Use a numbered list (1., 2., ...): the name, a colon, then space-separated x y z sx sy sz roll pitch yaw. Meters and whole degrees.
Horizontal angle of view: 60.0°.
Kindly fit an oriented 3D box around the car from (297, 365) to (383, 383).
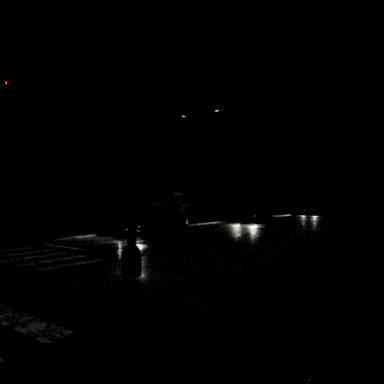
1. car: 2.411 1.551 1.232 4.403 1.369 2.008 0 0 36

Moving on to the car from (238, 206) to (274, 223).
1. car: 6.195 2.116 31.960 1.882 1.535 5.008 0 -1 36

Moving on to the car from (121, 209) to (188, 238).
1. car: -2.142 1.845 20.252 1.837 1.490 4.892 0 -1 35

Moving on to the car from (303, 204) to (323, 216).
1. car: 17.288 2.555 47.394 1.837 1.490 4.892 0 -2 36
